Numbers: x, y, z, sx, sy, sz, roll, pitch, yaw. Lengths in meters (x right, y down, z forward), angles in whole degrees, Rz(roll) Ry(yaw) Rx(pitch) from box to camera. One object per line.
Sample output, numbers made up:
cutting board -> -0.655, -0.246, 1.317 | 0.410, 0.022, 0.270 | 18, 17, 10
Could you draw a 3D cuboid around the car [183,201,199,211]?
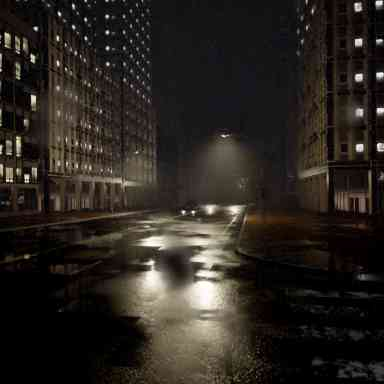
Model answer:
car -> -0.136, 2.204, 54.493 | 1.882, 1.535, 5.008 | -1, -1, 10
